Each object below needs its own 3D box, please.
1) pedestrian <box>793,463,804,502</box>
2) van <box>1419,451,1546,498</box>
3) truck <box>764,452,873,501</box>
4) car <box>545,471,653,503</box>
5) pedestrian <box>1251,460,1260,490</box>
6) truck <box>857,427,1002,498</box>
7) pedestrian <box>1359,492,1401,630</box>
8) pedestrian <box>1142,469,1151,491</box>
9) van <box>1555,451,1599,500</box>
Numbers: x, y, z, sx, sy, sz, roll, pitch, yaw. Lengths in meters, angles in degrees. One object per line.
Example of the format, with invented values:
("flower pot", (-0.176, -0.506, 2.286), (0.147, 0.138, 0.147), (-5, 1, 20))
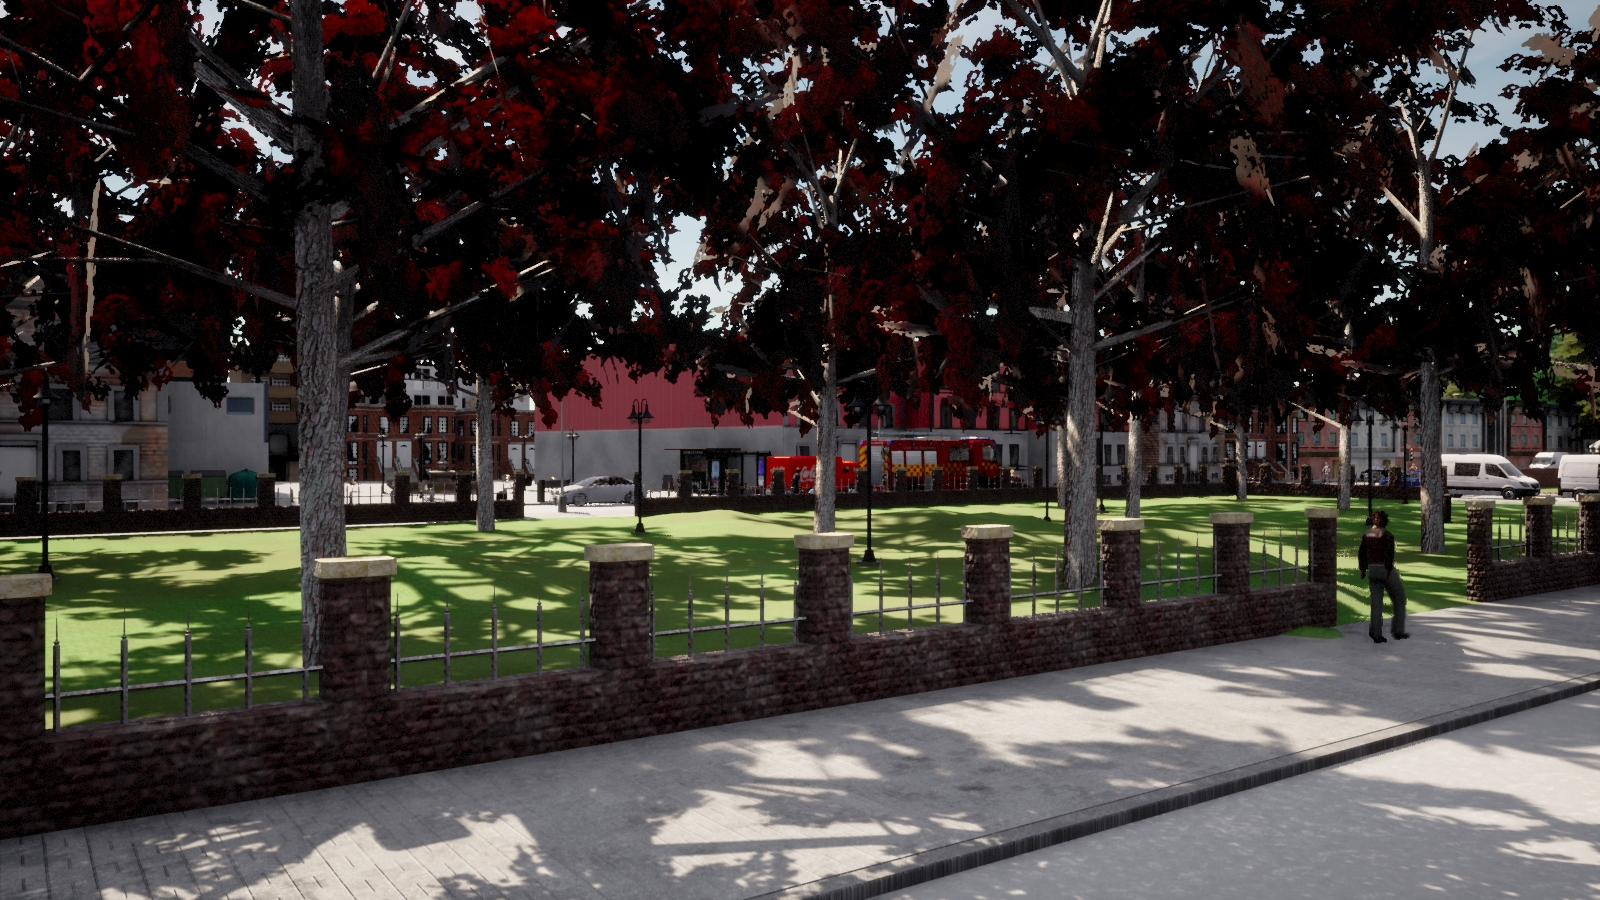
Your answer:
("pedestrian", (-0.079, 1.524, 53.744), (0.375, 1.860, 0.375), (0, 0, -34))
("van", (38.735, 1.314, 65.046), (1.988, 2.561, 5.915), (0, 0, -34))
("truck", (0.982, 1.348, 60.339), (5.204, 2.467, 2.627), (0, 0, -35))
("car", (-10.095, 1.841, 57.484), (4.892, 1.480, 2.231), (0, 0, -35))
("pedestrian", (28.259, 1.523, 70.911), (0.375, 1.860, 0.375), (0, 0, -42))
("truck", (7.473, 0.671, 65.186), (8.468, 3.827, 2.891), (0, 0, -35))
("pedestrian", (8.027, 1.525, 15.820), (0.375, 1.860, 0.375), (0, 0, -30))
("pedestrian", (20.721, 1.804, 68.266), (0.375, 1.300, 0.375), (0, 0, -35))
("van", (42.801, 1.314, 59.145), (1.988, 2.561, 5.915), (0, 0, -34))
